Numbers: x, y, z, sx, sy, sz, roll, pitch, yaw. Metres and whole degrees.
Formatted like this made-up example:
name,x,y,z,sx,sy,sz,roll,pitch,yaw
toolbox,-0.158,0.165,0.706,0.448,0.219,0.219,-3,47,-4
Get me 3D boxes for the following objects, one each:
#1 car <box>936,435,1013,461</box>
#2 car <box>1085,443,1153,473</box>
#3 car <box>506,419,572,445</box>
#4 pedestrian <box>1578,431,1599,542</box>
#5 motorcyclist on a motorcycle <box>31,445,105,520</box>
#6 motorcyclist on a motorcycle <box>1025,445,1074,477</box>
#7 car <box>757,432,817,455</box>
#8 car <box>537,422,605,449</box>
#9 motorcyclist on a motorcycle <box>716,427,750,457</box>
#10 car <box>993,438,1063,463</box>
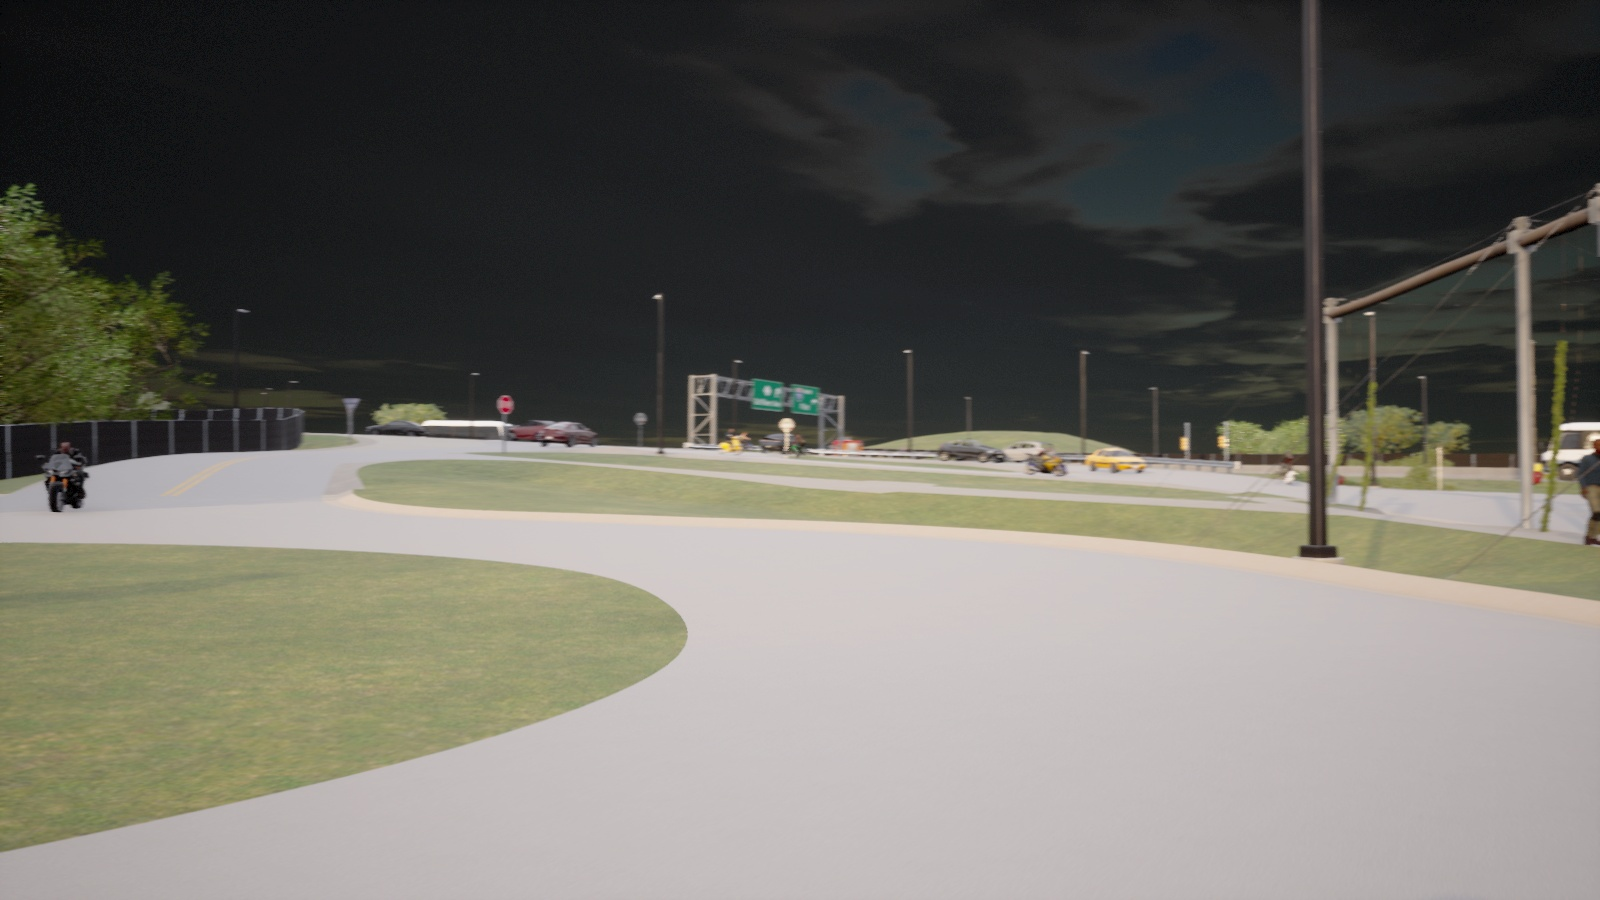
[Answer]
name,x,y,z,sx,sy,sz,roll,pitch,yaw
car,12.427,-0.155,89.610,5.027,1.651,2.152,2,1,42
car,18.756,0.440,74.082,1.801,1.575,5.366,0,1,-10
car,-17.521,-1.228,84.123,4.514,1.525,2.007,3,0,42
pedestrian,13.450,0.605,21.052,0.370,1.835,0.726,0,-2,5
motorcyclist on a motorcycle,-15.566,0.658,26.777,0.866,1.530,2.191,0,0,-16
motorcyclist on a motorcycle,12.633,0.545,63.564,2.191,1.530,0.866,2,0,29
car,-0.878,-0.470,90.048,2.128,1.511,4.902,3,1,28
car,-12.999,-0.830,71.597,1.812,1.442,4.674,2,1,17
motorcyclist on a motorcycle,-3.915,-0.469,73.743,1.817,1.590,0.866,4,0,43
car,16.457,0.001,90.934,2.242,1.667,4.611,1,0,-38
